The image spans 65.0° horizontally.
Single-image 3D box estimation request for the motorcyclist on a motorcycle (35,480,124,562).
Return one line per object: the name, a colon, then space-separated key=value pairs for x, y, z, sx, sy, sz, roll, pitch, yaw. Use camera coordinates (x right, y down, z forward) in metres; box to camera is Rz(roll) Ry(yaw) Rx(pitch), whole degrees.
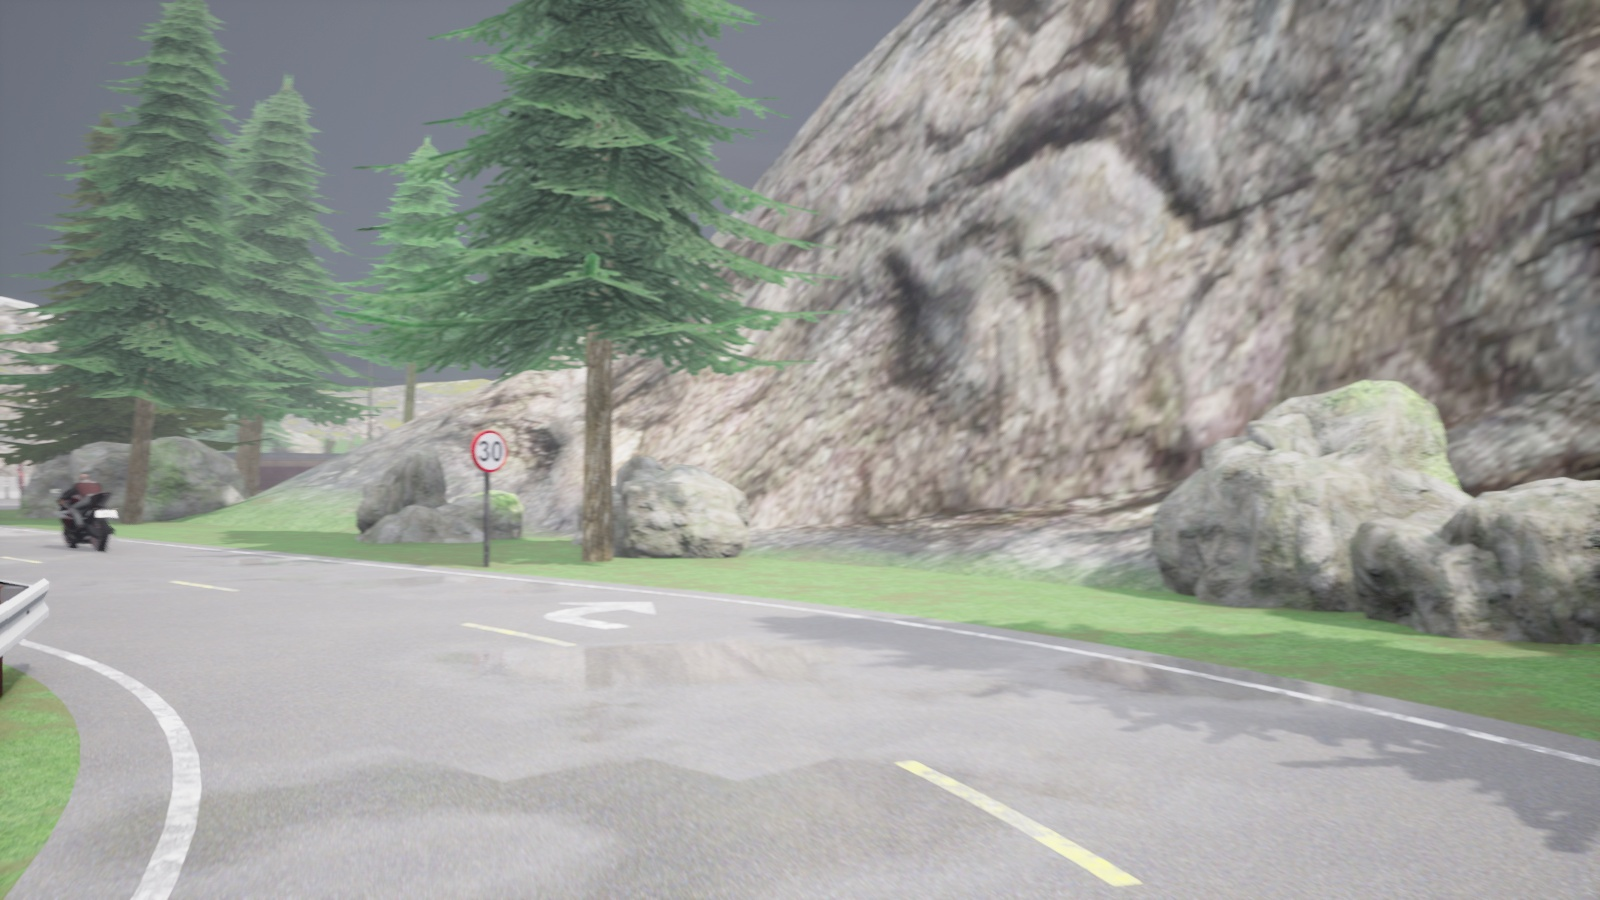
motorcyclist on a motorcycle: x=-14.153 y=1.357 z=24.649 sx=2.191 sy=1.530 sz=0.866 roll=-1 pitch=-1 yaw=42
